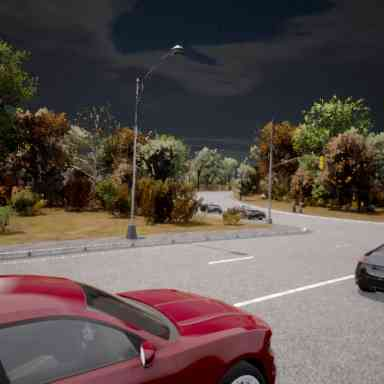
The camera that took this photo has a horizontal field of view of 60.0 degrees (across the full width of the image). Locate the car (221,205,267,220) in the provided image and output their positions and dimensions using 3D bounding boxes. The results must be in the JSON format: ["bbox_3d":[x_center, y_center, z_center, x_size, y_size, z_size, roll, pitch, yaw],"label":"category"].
[{"bbox_3d":[5.749,2.174,36.024,2.033,1.411,5.357,3,-1,-26],"label":"car"}]

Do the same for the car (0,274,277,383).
[{"bbox_3d":[-1.413,1.479,2.737,5.008,1.535,1.882,0,0,-36],"label":"car"}]

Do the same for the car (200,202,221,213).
[{"bbox_3d":[2.508,2.078,44.727,1.994,1.385,4.181,3,0,-19],"label":"car"}]

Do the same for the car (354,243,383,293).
[{"bbox_3d":[5.734,1.663,7.892,4.181,1.385,1.994,1,-1,-35],"label":"car"}]
